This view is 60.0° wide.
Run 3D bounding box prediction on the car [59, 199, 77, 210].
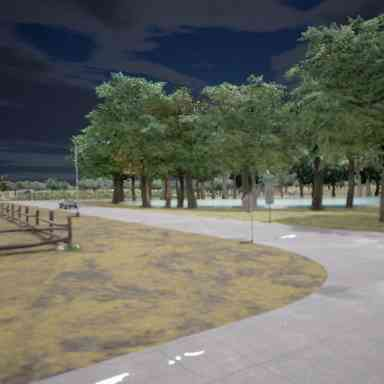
[{"bbox_3d":[-18.673,1.784,50.017,1.837,1.490,4.892,-3,1,-35],"label":"car"}]
